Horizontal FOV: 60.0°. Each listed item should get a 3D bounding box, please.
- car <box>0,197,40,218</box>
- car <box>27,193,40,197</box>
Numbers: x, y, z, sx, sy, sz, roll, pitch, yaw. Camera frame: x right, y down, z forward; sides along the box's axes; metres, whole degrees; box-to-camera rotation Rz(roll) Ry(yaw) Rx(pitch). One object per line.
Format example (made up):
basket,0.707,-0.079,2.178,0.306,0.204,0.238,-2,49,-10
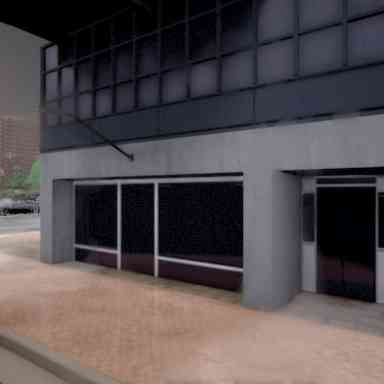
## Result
car,-15.836,1.472,30.043,2.128,1.511,4.902,0,0,36
car,-30.236,1.114,64.727,4.605,1.855,1.932,0,0,35
